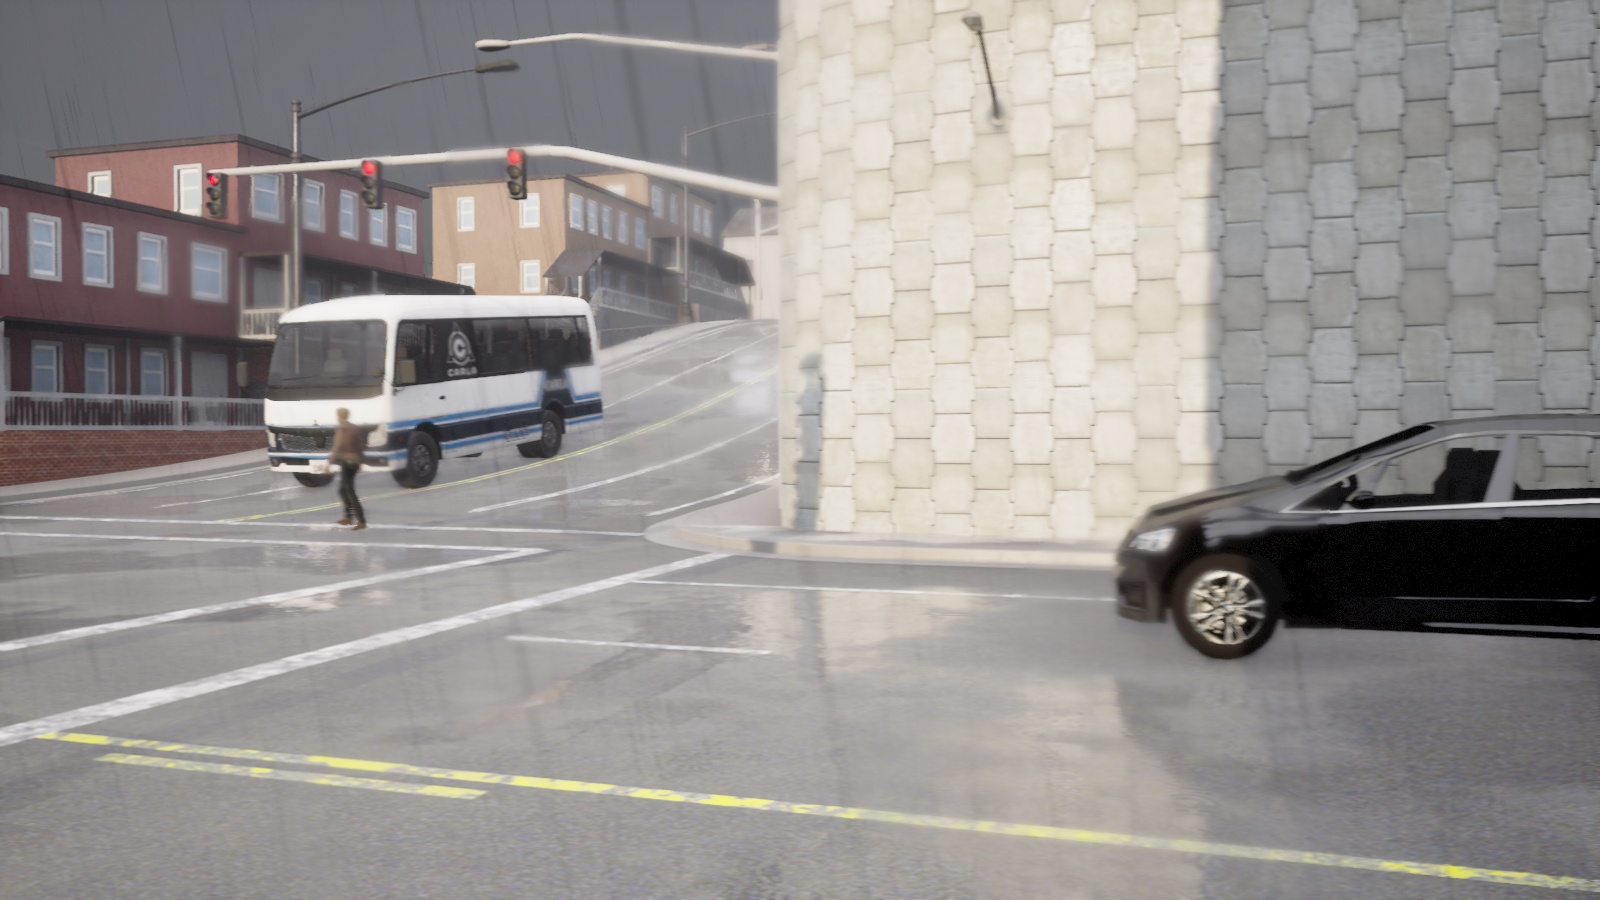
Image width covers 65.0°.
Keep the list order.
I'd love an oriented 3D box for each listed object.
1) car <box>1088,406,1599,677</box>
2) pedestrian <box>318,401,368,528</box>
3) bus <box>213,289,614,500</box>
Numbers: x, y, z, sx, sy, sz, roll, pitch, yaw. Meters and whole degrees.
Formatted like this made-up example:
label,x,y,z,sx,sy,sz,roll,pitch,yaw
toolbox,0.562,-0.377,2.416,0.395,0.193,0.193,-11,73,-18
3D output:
label,x,y,z,sx,sy,sz,roll,pitch,yaw
car,4.547,0.543,9.048,4.611,1.667,2.242,1,1,18
pedestrian,-6.744,0.212,18.536,0.634,1.846,0.331,1,1,19
bus,-8.749,-1.688,30.738,3.944,4.253,10.273,1,7,18
